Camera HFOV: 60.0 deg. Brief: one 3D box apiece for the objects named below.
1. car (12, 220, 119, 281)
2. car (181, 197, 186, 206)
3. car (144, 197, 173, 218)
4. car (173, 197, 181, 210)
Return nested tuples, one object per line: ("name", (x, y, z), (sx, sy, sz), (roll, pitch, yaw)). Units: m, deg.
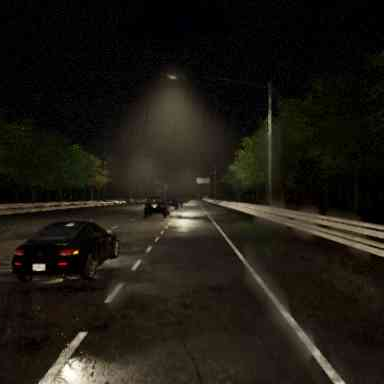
("car", (-3.495, 1.570, 9.902), (1.812, 1.442, 4.674), (0, 0, 0))
("car", (-3.210, 2.220, 78.114), (2.150, 2.045, 5.566), (0, -1, 0))
("car", (-3.454, 1.488, 33.352), (2.150, 2.045, 5.566), (0, -1, 0))
("car", (-3.364, 1.820, 54.946), (2.150, 2.045, 5.566), (0, -1, 0))
